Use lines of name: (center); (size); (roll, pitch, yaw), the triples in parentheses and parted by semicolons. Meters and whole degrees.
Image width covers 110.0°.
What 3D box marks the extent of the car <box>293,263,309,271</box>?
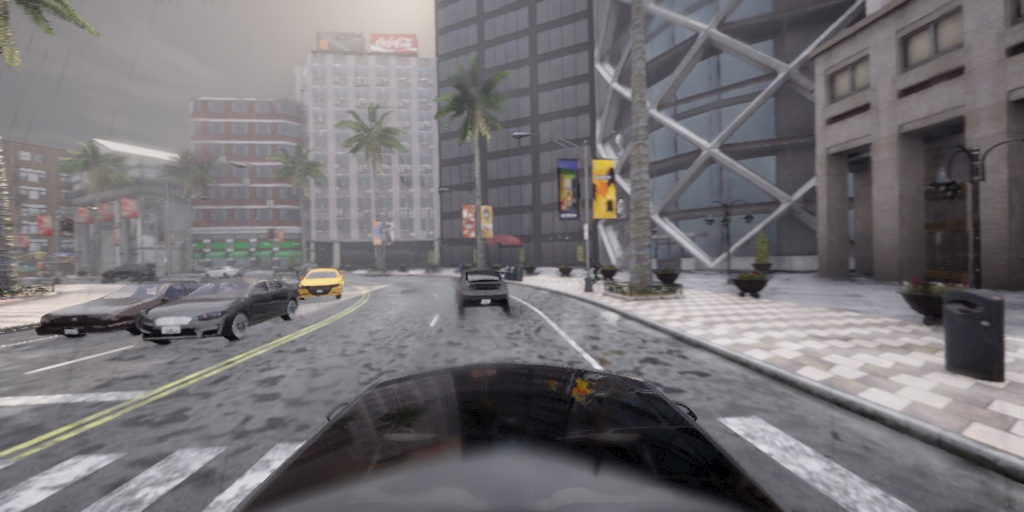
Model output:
car: (-24.856, 1.621, 44.104); (4.553, 1.767, 2.097); (-1, 0, 27)

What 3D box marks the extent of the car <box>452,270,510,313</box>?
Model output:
car: (-1.292, 1.278, 14.279); (1.837, 1.490, 4.892); (-1, 0, -10)

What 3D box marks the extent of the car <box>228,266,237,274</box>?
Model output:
car: (-20.723, 1.678, 28.840); (4.902, 1.511, 2.128); (-1, 0, 42)

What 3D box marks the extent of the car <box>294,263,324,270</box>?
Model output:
car: (-15.479, 1.578, 28.301); (1.837, 1.490, 4.892); (-1, 0, -41)

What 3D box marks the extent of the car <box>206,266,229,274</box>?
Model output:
car: (-35.573, 2.026, 44.385); (4.674, 1.442, 1.812); (-1, 0, 15)

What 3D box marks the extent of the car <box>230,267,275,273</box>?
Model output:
car: (-14.698, 1.564, 20.965); (1.837, 1.490, 4.892); (-1, 0, -29)

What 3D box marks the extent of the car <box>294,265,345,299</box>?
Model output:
car: (-10.266, 1.442, 19.572); (1.882, 1.535, 5.008); (-1, 0, -23)

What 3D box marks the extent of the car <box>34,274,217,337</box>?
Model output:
car: (-11.559, 1.543, 11.751); (2.033, 1.411, 5.357); (-1, 0, -8)

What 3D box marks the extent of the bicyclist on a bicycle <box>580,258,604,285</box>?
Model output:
bicyclist on a bicycle: (4.773, 0.940, 21.433); (1.656, 1.620, 0.582); (-2, 0, -17)

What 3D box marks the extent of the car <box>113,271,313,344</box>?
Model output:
car: (-8.044, 1.411, 10.502); (2.128, 1.511, 4.902); (-1, 0, -8)
